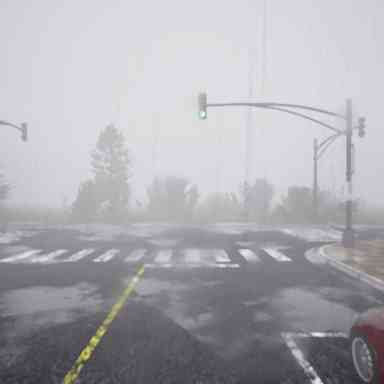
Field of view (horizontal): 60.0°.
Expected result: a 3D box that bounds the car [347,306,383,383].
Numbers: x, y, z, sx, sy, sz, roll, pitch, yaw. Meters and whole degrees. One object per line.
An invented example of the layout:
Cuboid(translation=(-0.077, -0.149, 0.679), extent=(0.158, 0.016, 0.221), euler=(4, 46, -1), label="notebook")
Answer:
Cuboid(translation=(2.813, 1.607, 2.552), extent=(1.802, 1.307, 4.206), euler=(-1, -1, 0), label="car")
